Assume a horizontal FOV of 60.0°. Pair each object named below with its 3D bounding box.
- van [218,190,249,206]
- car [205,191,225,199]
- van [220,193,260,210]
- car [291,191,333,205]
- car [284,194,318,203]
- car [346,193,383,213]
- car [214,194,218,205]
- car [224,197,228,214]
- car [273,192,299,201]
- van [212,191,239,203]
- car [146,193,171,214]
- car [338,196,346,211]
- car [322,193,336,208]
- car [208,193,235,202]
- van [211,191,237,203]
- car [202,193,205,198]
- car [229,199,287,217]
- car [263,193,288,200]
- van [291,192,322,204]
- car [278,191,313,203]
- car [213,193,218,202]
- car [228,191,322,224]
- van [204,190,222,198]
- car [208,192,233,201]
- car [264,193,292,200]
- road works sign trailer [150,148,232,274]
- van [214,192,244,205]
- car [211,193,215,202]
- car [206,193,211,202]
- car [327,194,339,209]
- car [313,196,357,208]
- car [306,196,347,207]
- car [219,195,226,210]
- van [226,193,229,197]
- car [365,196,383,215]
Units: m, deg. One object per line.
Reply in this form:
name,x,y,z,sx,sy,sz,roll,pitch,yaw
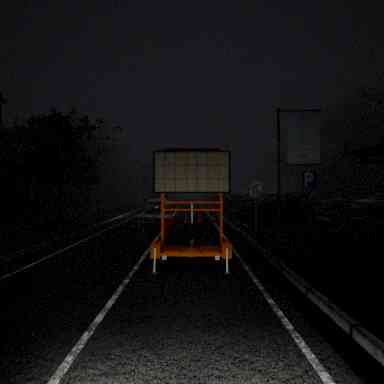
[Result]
van,5.506,1.094,37.280,4.442,1.987,1.878,0,0,0
car,5.428,0.712,79.332,4.553,1.767,2.185,0,1,0
van,5.728,1.075,40.083,4.442,1.987,1.878,0,0,0
car,18.674,0.940,51.942,5.566,2.045,2.435,0,1,0
car,18.810,1.117,57.496,5.366,1.575,1.946,0,1,0
car,18.692,1.095,32.508,5.566,2.045,2.435,0,0,0
car,5.630,1.312,42.887,4.792,1.488,2.163,0,0,0
car,5.481,1.374,26.064,5.366,1.575,1.946,0,0,0
car,18.622,0.887,65.822,4.553,1.767,2.185,0,1,0
van,5.663,0.900,56.907,4.442,1.987,1.878,0,1,0
car,-3.336,1.056,33.971,2.150,2.045,5.566,0,0,0
car,18.704,1.333,35.284,4.892,1.521,2.231,0,0,0
car,18.873,1.294,40.839,5.366,1.575,1.946,0,0,0
car,5.518,1.055,62.516,4.892,1.521,2.231,0,1,0
van,5.652,0.864,59.710,4.442,1.987,1.878,0,1,0
car,5.463,0.694,70.921,5.566,2.045,2.435,0,1,0
car,5.658,1.404,28.869,4.674,1.452,2.002,0,0,0
car,18.565,0.906,74.150,4.892,1.521,2.231,0,1,0
van,18.751,0.929,54.719,4.442,1.987,1.878,0,1,0
car,18.642,0.833,60.268,5.566,2.045,2.435,0,1,0
car,5.587,1.296,45.695,4.674,1.452,2.002,0,1,0
car,5.649,1.140,23.260,5.566,2.045,2.435,0,0,0
van,5.321,0.539,84.936,4.442,1.987,1.878,0,1,0
car,5.545,0.892,65.317,4.553,1.767,2.185,0,1,0
car,18.385,0.938,71.373,5.366,1.575,1.946,0,1,0
road works sign trailer,0.000,0.435,10.484,2.380,3.560,2.880,0,0,1
van,5.685,0.972,51.303,4.442,1.987,1.878,0,1,0
car,5.585,1.228,48.497,4.892,1.521,2.231,0,1,0
car,5.529,0.911,54.102,5.566,2.045,2.435,0,1,0
car,18.694,1.316,38.062,5.008,1.535,2.097,0,0,0
car,18.648,1.308,43.611,4.792,1.488,2.163,0,1,0
car,18.696,1.280,46.394,4.792,1.488,2.163,0,1,0
car,5.628,1.335,34.475,5.008,1.535,2.097,0,0,0
van,5.761,1.124,31.671,4.442,1.987,1.878,0,0,0
car,18.737,1.360,29.734,5.008,1.535,2.097,0,0,0
